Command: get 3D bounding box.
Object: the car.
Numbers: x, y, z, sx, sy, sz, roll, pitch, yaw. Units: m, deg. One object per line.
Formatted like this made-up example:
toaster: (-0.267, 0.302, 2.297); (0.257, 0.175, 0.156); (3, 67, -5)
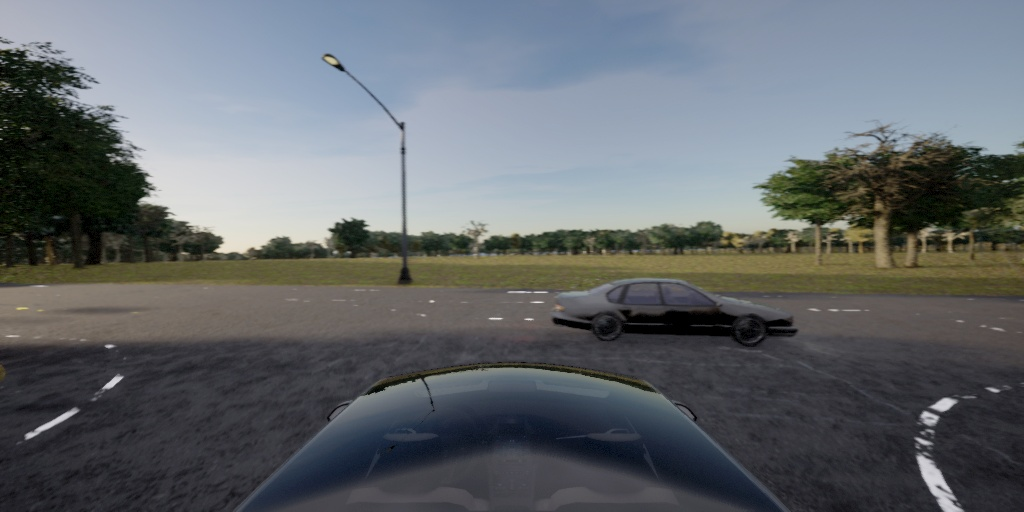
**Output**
car: (3.631, 1.251, 8.854); (5.357, 1.411, 2.033); (0, 1, 9)
